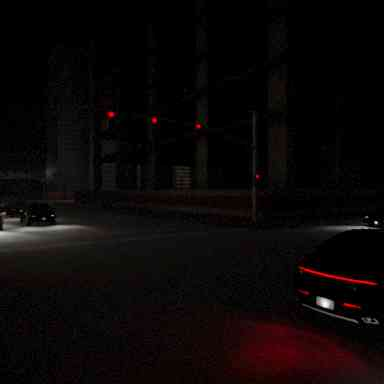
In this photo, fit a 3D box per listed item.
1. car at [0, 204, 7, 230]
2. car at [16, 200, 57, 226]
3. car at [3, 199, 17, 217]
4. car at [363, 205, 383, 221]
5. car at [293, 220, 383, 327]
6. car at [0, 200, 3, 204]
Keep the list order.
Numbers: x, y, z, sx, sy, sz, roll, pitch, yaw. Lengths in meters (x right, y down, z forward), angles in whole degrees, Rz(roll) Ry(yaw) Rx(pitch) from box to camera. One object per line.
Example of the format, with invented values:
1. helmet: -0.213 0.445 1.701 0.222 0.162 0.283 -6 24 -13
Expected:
1. car: -12.820 1.604 20.336 1.994 1.385 4.181 0 0 -35
2. car: -11.283 1.544 24.273 1.837 1.490 4.892 0 0 -35
3. car: -16.694 1.523 32.132 1.882 1.535 5.008 0 0 -34
4. car: 13.603 1.506 22.158 5.357 1.411 2.033 0 0 -35
5. car: 4.070 1.497 6.654 4.892 1.490 1.837 0 0 -35
6. car: -22.284 1.577 40.276 1.812 1.442 4.674 0 0 -35
